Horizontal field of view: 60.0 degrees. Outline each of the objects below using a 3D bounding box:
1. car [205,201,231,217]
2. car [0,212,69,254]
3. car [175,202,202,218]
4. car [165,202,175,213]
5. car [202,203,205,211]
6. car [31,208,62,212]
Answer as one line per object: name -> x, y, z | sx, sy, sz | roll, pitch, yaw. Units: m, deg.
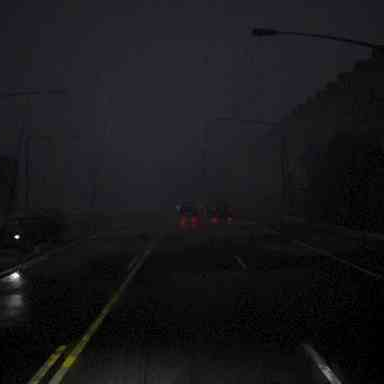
car -> 2.975, 1.765, 36.821 | 2.097, 1.767, 4.553 | 0, -1, -4
car -> -7.208, 1.766, 14.443 | 1.895, 1.301, 4.718 | 0, -1, 0
car -> -0.440, 1.888, 35.281 | 2.128, 1.511, 4.902 | 0, -1, -3
car -> -2.111, 2.059, 45.532 | 2.033, 1.411, 5.357 | 0, -1, -21
car -> 0.991, 2.124, 46.630 | 1.895, 1.301, 4.718 | 0, -1, -20
car -> -10.729, 1.878, 24.236 | 2.033, 1.411, 5.357 | 0, -1, -1
